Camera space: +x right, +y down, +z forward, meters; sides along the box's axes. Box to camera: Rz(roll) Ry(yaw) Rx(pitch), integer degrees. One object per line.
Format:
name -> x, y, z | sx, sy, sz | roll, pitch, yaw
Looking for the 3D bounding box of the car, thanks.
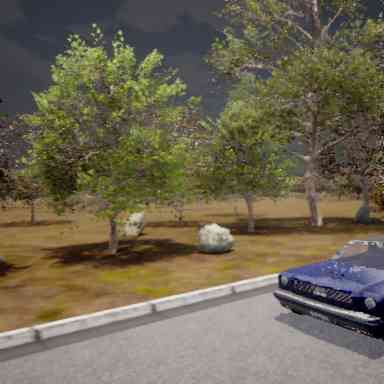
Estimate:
car -> 3.744, 1.595, 6.356 | 4.718, 1.301, 1.895 | 0, 0, -36
